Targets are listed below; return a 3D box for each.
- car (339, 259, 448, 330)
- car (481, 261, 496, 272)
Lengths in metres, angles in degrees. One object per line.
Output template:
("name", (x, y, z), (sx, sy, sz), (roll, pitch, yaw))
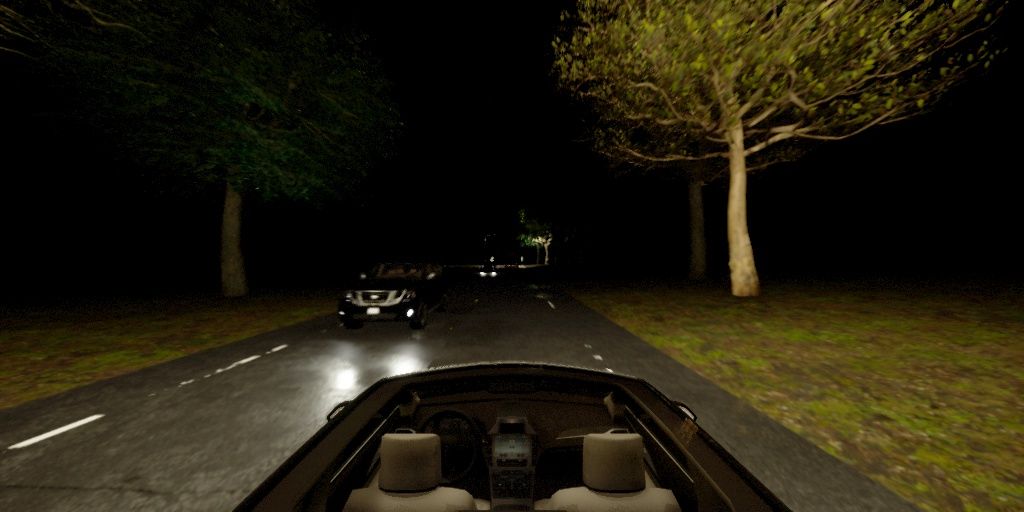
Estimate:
("car", (-3.599, 1.099, 12.057), (2.150, 2.045, 5.566), (0, -1, 0))
("car", (-3.548, 1.580, 54.776), (2.097, 1.767, 4.553), (0, 0, 0))
